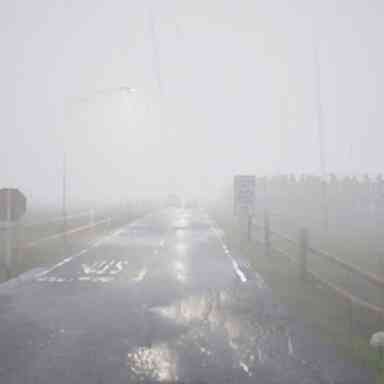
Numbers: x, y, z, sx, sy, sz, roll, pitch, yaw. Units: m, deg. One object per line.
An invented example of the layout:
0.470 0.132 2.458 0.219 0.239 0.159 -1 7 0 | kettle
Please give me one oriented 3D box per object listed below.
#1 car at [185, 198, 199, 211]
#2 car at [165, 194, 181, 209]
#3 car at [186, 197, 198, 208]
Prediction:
-0.002 1.760 44.679 1.895 1.301 4.718 1 0 0 | car
-2.748 1.361 48.790 2.150 2.045 5.566 1 0 0 | car
-0.003 1.690 54.654 1.837 1.490 4.892 1 0 0 | car
